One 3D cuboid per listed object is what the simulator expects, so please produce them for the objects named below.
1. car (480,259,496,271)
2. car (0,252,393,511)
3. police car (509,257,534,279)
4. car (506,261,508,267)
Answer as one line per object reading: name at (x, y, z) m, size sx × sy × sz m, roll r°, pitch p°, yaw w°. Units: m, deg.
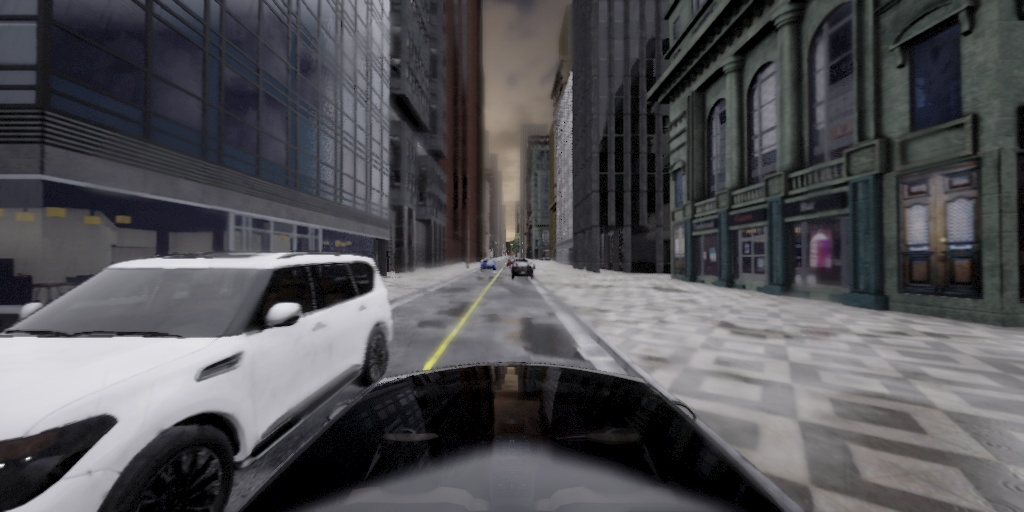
car at (-3.089, 1.179, 47.206) m, size 1.882 × 1.535 × 5.008 m, roll 0°, pitch 0°, yaw 0°
car at (-3.102, 0.971, 3.965) m, size 2.150 × 2.045 × 5.566 m, roll 0°, pitch 0°, yaw 0°
police car at (0.890, 1.155, 31.767) m, size 1.930 × 1.638 × 5.238 m, roll 0°, pitch 0°, yaw 0°
car at (-0.020, 1.197, 64.533) m, size 1.812 × 1.442 × 4.674 m, roll 0°, pitch 0°, yaw 0°
